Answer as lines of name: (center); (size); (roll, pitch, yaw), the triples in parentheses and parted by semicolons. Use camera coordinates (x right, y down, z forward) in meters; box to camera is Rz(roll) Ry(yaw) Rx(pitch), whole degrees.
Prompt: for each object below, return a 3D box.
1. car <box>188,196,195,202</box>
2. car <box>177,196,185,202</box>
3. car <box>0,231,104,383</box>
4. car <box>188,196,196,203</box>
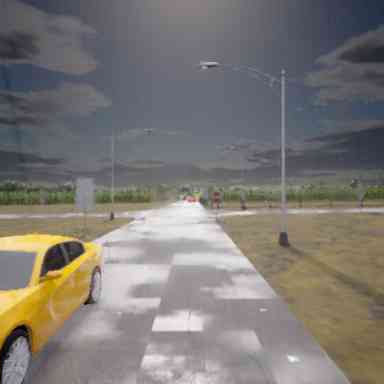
car: (-0.066, 1.978, 93.767); (1.837, 1.490, 4.892); (0, -1, 0)
car: (-2.812, 1.713, 87.931); (2.128, 1.511, 4.902); (0, -1, 0)
car: (-2.851, 1.484, 5.276); (1.882, 1.535, 5.008); (0, 0, 0)
car: (-0.059, 1.873, 83.731); (2.097, 1.767, 4.553); (0, -1, 0)
